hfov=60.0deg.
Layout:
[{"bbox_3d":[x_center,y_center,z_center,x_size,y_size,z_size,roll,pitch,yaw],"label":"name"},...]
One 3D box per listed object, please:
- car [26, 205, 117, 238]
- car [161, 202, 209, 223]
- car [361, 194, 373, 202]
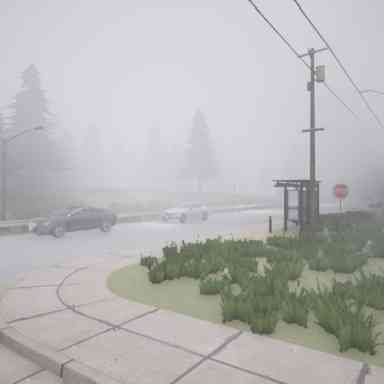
[{"bbox_3d":[-6.261,1.492,17.843,2.128,1.511,4.902,0,0,36],"label":"car"},{"bbox_3d":[-0.414,1.527,25.915,1.812,1.442,4.674,0,0,36],"label":"car"},{"bbox_3d":[40.332,1.356,76.530,2.097,1.767,4.553,0,0,36],"label":"car"}]
